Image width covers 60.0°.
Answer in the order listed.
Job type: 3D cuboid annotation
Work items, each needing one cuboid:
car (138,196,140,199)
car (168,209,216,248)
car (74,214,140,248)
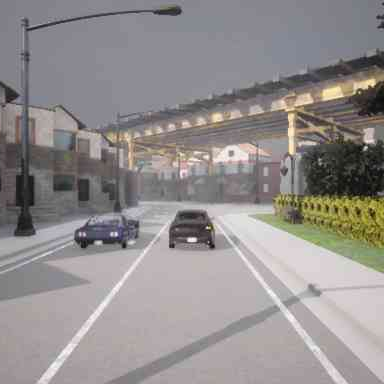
[{"bbox_3d":[-16.819,1.451,91.464,4.974,1.542,2.038,0,0,-15],"label":"car"},{"bbox_3d":[0.000,1.515,14.650,1.837,1.490,4.892,0,0,0],"label":"car"},{"bbox_3d":[-3.500,1.615,14.680,1.895,1.301,4.718,0,0,0],"label":"car"}]
